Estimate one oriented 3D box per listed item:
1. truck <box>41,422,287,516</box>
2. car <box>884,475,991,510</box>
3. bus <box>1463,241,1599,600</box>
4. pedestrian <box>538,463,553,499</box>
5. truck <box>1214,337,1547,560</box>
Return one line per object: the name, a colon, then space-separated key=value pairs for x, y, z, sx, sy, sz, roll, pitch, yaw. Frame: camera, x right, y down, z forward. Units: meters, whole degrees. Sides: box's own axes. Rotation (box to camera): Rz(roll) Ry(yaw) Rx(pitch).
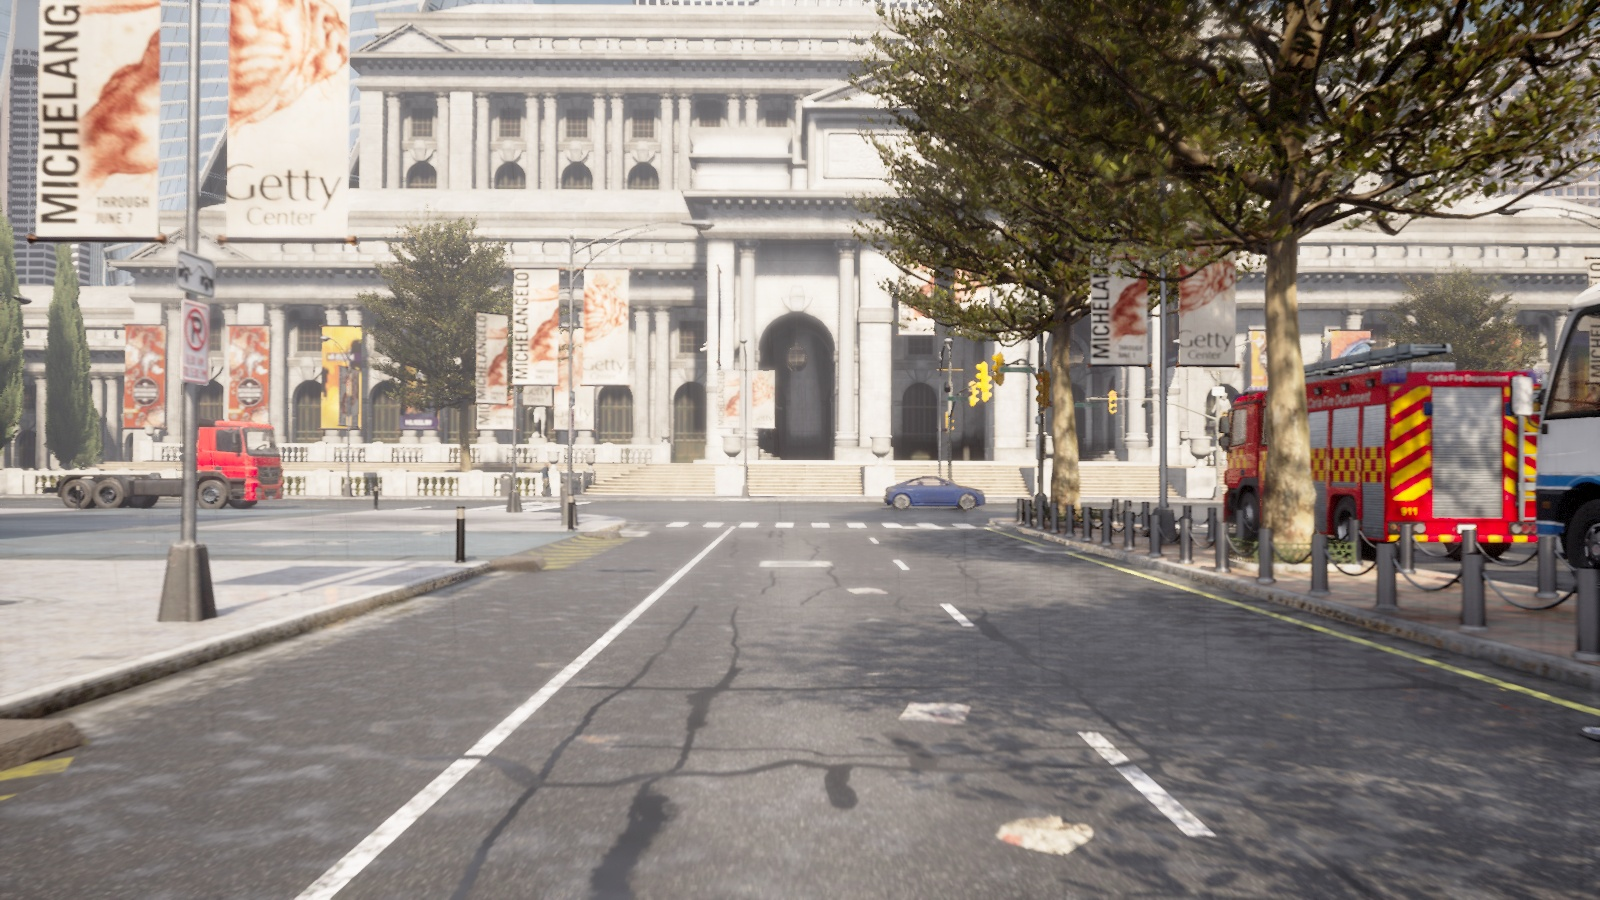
truck: x=-24.198 y=0.735 z=48.094 sx=7.936 sy=3.462 sz=2.891 roll=0 pitch=-1 yaw=0
car: x=5.586 y=1.719 z=51.537 sx=4.181 sy=1.385 sz=1.994 roll=0 pitch=-1 yaw=0
bus: x=11.464 y=-0.394 z=12.781 sx=3.944 sy=4.253 sz=10.273 roll=0 pitch=-1 yaw=0
pedestrian: x=-13.344 y=1.626 z=65.796 sx=0.726 sy=1.842 sz=0.402 roll=0 pitch=-1 yaw=1
truck: x=11.387 y=0.037 z=25.864 sx=2.891 sy=3.827 sz=8.468 roll=0 pitch=-1 yaw=0
